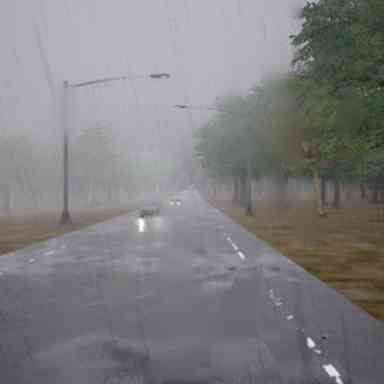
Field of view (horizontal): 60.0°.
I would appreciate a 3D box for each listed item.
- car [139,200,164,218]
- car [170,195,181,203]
[{"bbox_3d":[-3.590,1.501,30.393,1.837,1.490,4.892,0,0,0],"label":"car"},{"bbox_3d":[-3.489,1.444,69.911,1.812,1.442,4.674,0,0,0],"label":"car"}]
